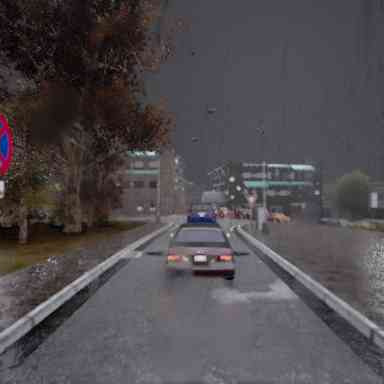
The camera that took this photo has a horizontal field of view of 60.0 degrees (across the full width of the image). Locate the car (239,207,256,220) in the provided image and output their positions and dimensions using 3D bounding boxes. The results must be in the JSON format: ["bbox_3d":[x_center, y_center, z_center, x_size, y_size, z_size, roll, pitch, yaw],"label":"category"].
[{"bbox_3d":[7.681,3.369,52.719,2.185,1.767,4.553,6,-4,-31],"label":"car"}]

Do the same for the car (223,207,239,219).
[{"bbox_3d":[4.710,3.116,52.213,2.185,1.767,4.553,4,-4,-31],"label":"car"}]

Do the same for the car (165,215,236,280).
[{"bbox_3d":[0.244,1.638,10.200,2.033,1.411,5.357,0,-1,1],"label":"car"}]

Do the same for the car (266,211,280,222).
[{"bbox_3d":[10.677,3.540,53.285,2.435,2.045,5.566,7,-4,-30],"label":"car"}]

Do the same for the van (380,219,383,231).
[{"bbox_3d":[31.466,5.604,56.825,1.878,1.987,4.442,7,-4,-29],"label":"van"}]

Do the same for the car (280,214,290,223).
[{"bbox_3d":[13.508,4.081,53.990,1.946,1.575,5.366,7,-4,-30],"label":"car"}]

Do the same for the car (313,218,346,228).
[{"bbox_3d":[22.475,4.995,55.388,2.002,1.452,4.674,7,-4,-30],"label":"car"}]

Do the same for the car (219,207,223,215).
[{"bbox_3d":[1.832,2.820,51.617,2.435,2.045,5.566,2,-3,-30],"label":"car"}]

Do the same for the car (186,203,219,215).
[{"bbox_3d":[0.714,1.876,26.711,2.150,2.045,5.566,0,-2,0],"label":"car"}]

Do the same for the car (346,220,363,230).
[{"bbox_3d":[25.445,5.288,55.909,2.002,1.452,4.674,7,-4,-30],"label":"car"}]

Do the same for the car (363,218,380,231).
[{"bbox_3d":[28.324,5.538,56.571,1.946,1.575,5.366,7,-4,-29],"label":"car"}]
